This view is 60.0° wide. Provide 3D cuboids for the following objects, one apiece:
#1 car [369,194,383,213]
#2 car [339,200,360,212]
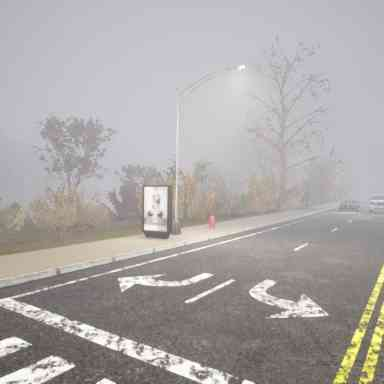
[{"bbox_3d":[21.560,1.262,37.946,2.150,2.045,5.566,0,0,31],"label":"car"},{"bbox_3d":[18.777,1.602,39.625,1.994,1.385,4.181,0,0,31],"label":"car"}]
